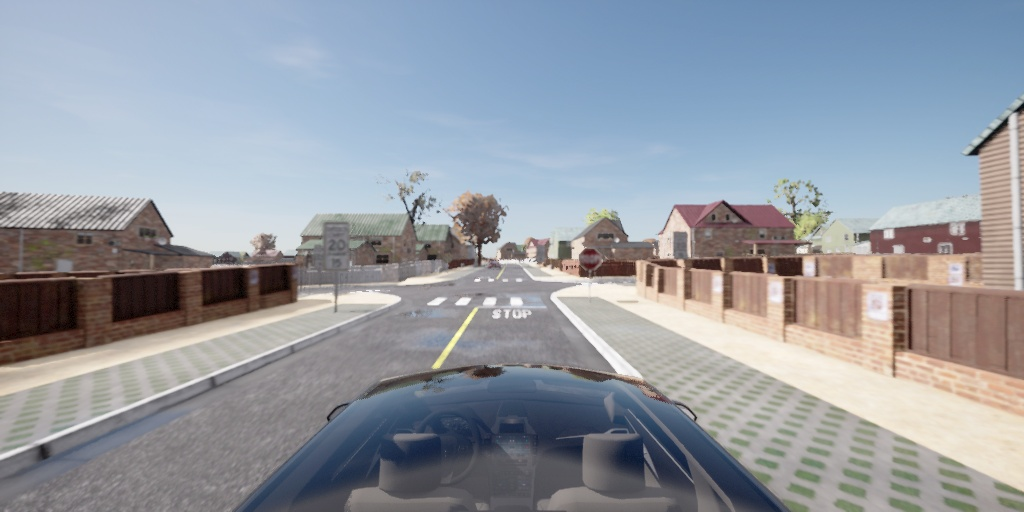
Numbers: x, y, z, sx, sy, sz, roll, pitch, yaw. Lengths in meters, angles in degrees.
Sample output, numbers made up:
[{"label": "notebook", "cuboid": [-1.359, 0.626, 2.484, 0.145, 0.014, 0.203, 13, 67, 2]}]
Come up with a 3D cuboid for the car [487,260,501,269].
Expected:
[{"label": "car", "cuboid": [-2.788, 1.408, 57.605, 1.994, 1.385, 4.181, 0, 0, 1]}]

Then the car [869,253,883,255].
[{"label": "car", "cuboid": [26.184, 0.629, 24.825, 4.553, 1.767, 2.097, -1, -1, -1]}]
